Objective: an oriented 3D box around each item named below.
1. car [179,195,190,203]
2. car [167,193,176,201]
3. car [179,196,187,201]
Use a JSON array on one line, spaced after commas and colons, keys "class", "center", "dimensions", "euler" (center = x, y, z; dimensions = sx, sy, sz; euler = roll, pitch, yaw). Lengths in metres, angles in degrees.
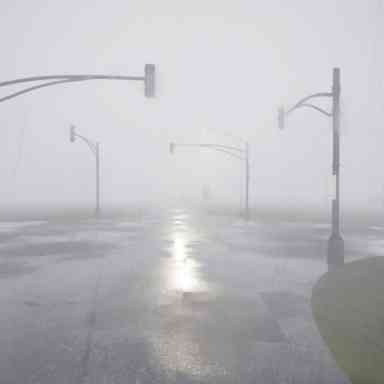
[{"class": "car", "center": [-1.586, 1.383, 69.824], "dimensions": [2.097, 1.767, 4.553], "euler": [0, 0, -3]}, {"class": "car", "center": [-4.570, 1.013, 73.918], "dimensions": [2.097, 1.767, 4.553], "euler": [0, 0, -3]}, {"class": "car", "center": [-2.183, 1.558, 79.898], "dimensions": [1.895, 1.301, 4.718], "euler": [0, 0, -4]}]
